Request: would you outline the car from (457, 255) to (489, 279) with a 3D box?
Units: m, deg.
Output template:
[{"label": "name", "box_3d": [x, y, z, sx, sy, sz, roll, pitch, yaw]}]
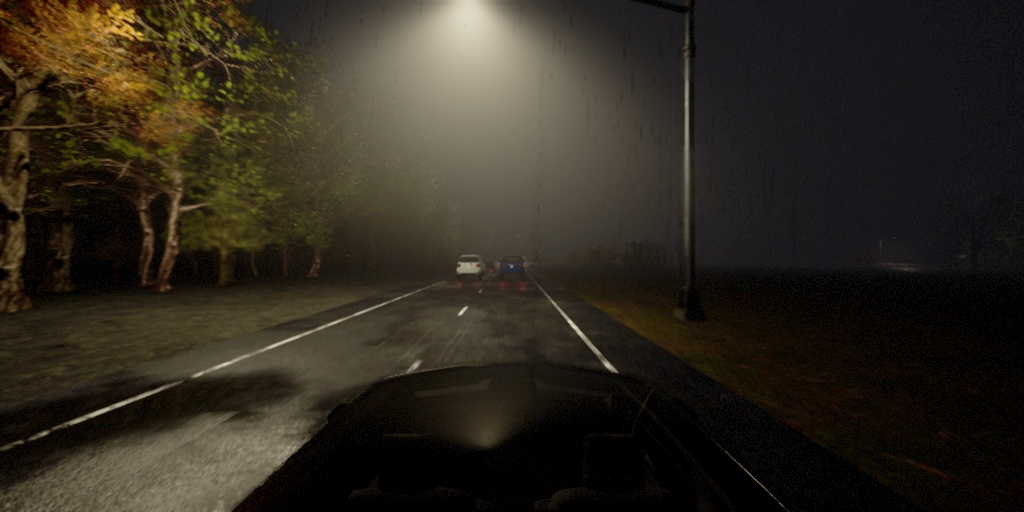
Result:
[{"label": "car", "box_3d": [-3.495, 0.906, 31.593, 2.150, 2.045, 5.566, 0, 1, 0]}]

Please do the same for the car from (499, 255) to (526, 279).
[{"label": "car", "box_3d": [0.003, 0.907, 31.575, 2.150, 2.045, 5.566, 0, 1, 0]}]

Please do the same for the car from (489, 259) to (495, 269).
[{"label": "car", "box_3d": [-3.443, 1.152, 52.222, 1.812, 1.442, 4.674, 0, 0, 0]}]
